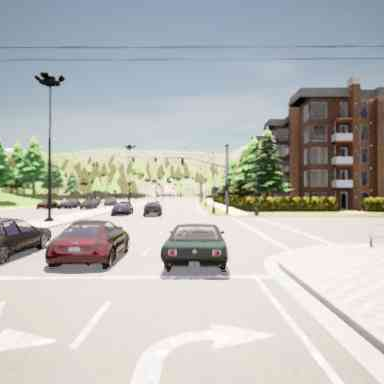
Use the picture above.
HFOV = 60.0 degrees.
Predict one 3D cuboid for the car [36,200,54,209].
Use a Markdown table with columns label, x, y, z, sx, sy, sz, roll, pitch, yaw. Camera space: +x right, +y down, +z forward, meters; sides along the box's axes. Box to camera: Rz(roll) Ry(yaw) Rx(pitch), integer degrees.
| label | x | y | z | sx | sy | sz | roll | pitch | yaw |
| --- | --- | --- | --- | --- | --- | --- | --- | --- | --- |
| car | -23.293 | 1.954 | 53.739 | 1.882 | 1.535 | 5.008 | 0 | -1 | 0 |

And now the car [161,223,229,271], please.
| label | x | y | z | sx | sy | sz | roll | pitch | yaw |
| --- | --- | --- | --- | --- | --- | --- | --- | --- | --- |
| car | 0.182 | 1.702 | 11.281 | 1.895 | 1.301 | 4.718 | 0 | 0 | 3 |

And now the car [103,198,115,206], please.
| label | x | y | z | sx | sy | sz | roll | pitch | yaw |
| --- | --- | --- | --- | --- | --- | --- | --- | --- | --- |
| car | -16.274 | 2.112 | 66.149 | 1.812 | 1.442 | 4.674 | 0 | -1 | 0 |

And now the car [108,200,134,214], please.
| label | x | y | z | sx | sy | sz | roll | pitch | yaw |
| --- | --- | --- | --- | --- | --- | --- | --- | --- | --- |
| car | -7.820 | 1.899 | 37.750 | 1.994 | 1.385 | 4.181 | 0 | -1 | -2 |

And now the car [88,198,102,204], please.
| label | x | y | z | sx | sy | sz | roll | pitch | yaw |
| --- | --- | --- | --- | --- | --- | --- | --- | --- | --- |
| car | -23.264 | 2.181 | 79.842 | 1.994 | 1.385 | 4.181 | 0 | -1 | 0 |

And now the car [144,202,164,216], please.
| label | x | y | z | sx | sy | sz | roll | pitch | yaw |
| --- | --- | --- | --- | --- | --- | --- | --- | --- | --- |
| car | -4.299 | 1.835 | 37.223 | 1.837 | 1.490 | 4.892 | 0 | 0 | -2 |

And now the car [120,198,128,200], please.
| label | x | y | z | sx | sy | sz | roll | pitch | yaw |
| --- | --- | --- | --- | --- | --- | --- | --- | --- | --- |
| car | -16.264 | 2.138 | 80.292 | 1.812 | 1.442 | 4.674 | 0 | -1 | 0 |

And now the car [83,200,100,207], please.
| label | x | y | z | sx | sy | sz | roll | pitch | yaw |
| --- | --- | --- | --- | --- | --- | --- | --- | --- | --- |
| car | -19.774 | 2.181 | 65.777 | 1.895 | 1.301 | 4.718 | 0 | -1 | 0 |

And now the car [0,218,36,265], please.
| label | x | y | z | sx | sy | sz | roll | pitch | yaw |
| --- | --- | --- | --- | --- | --- | --- | --- | --- | --- |
| car | -6.966 | 1.656 | 12.065 | 2.033 | 1.411 | 5.357 | 0 | 0 | -1 |

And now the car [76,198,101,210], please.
| label | x | y | z | sx | sy | sz | roll | pitch | yaw |
| --- | --- | --- | --- | --- | --- | --- | --- | --- | --- |
| car | -16.299 | 1.972 | 52.722 | 1.837 | 1.490 | 4.892 | 0 | 0 | 0 |

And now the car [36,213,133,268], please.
| label | x | y | z | sx | sy | sz | roll | pitch | yaw |
| --- | --- | --- | --- | --- | --- | --- | --- | --- | --- |
| car | -3.469 | 1.669 | 11.734 | 1.994 | 1.385 | 4.181 | 0 | -1 | -1 |

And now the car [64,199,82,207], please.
| label | x | y | z | sx | sy | sz | roll | pitch | yaw |
| --- | --- | --- | --- | --- | --- | --- | --- | --- | --- |
| car | -23.276 | 2.101 | 64.998 | 1.812 | 1.442 | 4.674 | 0 | 0 | 0 |

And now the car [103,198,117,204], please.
| label | x | y | z | sx | sy | sz | roll | pitch | yaw |
| --- | --- | --- | --- | --- | --- | --- | --- | --- | --- |
| car | -19.764 | 2.146 | 80.556 | 2.033 | 1.411 | 5.357 | 0 | -1 | 0 |

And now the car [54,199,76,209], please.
| label | x | y | z | sx | sy | sz | roll | pitch | yaw |
| --- | --- | --- | --- | --- | --- | --- | --- | --- | --- |
| car | -19.798 | 2.035 | 53.101 | 1.994 | 1.385 | 4.181 | 0 | -1 | 0 |
